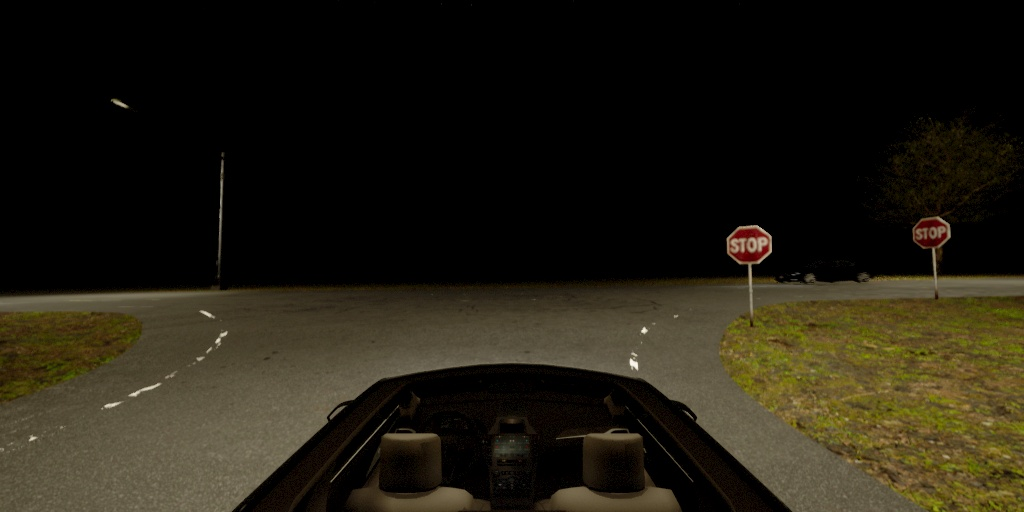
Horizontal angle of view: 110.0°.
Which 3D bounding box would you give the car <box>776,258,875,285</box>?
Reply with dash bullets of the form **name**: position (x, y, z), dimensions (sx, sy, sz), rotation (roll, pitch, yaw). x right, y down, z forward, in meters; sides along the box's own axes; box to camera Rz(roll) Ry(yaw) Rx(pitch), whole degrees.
- **car**: position (18.406, 0.927, 21.218), dimensions (5.008, 1.535, 1.882), rotation (-1, -3, -1)
